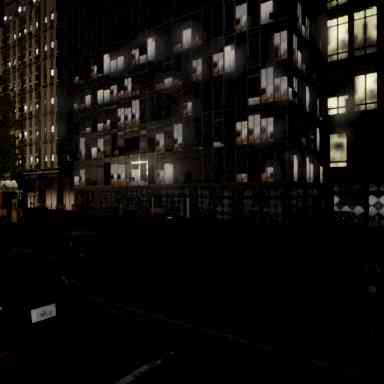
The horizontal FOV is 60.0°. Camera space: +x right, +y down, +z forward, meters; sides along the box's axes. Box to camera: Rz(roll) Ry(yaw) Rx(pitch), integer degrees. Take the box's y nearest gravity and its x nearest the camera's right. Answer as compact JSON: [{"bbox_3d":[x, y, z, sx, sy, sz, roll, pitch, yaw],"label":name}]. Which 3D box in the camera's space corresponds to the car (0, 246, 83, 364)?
[{"bbox_3d":[-3.566,1.566,5.414,4.313,1.339,1.947,0,0,35],"label":"car"}]
